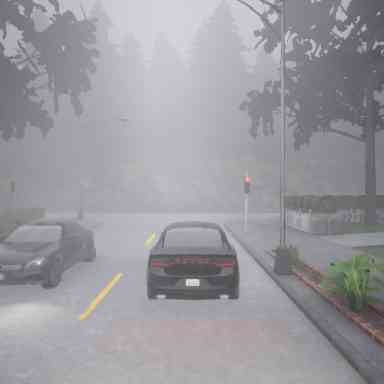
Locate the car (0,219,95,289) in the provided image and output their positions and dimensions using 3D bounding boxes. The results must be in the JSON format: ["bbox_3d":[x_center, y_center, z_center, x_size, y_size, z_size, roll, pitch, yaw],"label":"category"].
[{"bbox_3d":[-4.080,1.526,9.322,1.812,1.442,4.674,0,0,0],"label":"car"}]

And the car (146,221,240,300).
[{"bbox_3d":[0.041,1.478,8.461,1.882,1.535,5.008,0,0,1],"label":"car"}]
